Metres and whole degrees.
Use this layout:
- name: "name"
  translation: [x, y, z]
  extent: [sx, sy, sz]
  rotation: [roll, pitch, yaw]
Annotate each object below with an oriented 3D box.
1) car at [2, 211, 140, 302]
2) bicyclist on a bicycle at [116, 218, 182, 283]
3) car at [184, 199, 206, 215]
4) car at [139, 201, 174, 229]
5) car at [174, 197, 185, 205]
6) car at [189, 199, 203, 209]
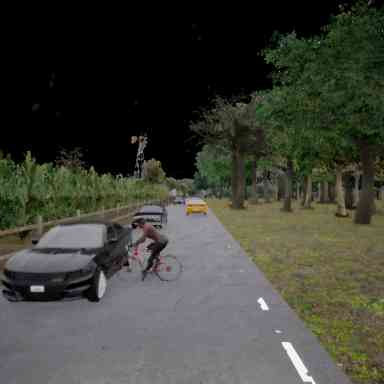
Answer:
- name: "car"
  translation: [-2.783, 1.480, 8.539]
  extent: [1.882, 1.535, 5.008]
  rotation: [0, 0, 1]
- name: "bicyclist on a bicycle"
  translation: [-1.079, 1.458, 8.229]
  extent: [1.656, 1.620, 0.582]
  rotation: [-2, 0, 1]
- name: "car"
  translation: [0.454, 1.494, 34.026]
  extent: [1.882, 1.535, 5.008]
  rotation: [0, 0, 1]
- name: "car"
  translation: [-2.624, 1.555, 22.000]
  extent: [2.033, 1.411, 5.357]
  rotation: [0, 0, 1]
- name: "car"
  translation: [-2.185, 1.609, 57.429]
  extent: [1.994, 1.385, 4.181]
  rotation: [0, 0, 1]
- name: "car"
  translation: [0.611, 1.633, 47.803]
  extent: [1.895, 1.301, 4.718]
  rotation: [0, 0, 1]
